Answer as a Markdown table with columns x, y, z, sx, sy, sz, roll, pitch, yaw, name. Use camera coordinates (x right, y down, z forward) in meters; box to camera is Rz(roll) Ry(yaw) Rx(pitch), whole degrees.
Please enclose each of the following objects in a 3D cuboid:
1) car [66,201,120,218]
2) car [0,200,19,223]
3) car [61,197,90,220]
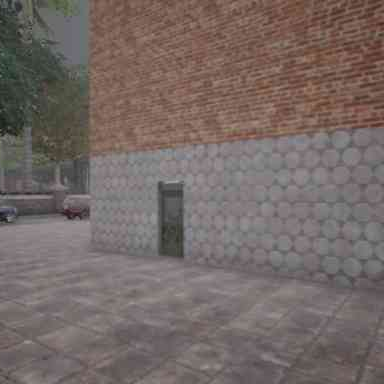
| x | y | z | sx | sy | sz | roll | pitch | yaw | name |
| --- | --- | --- | --- | --- | --- | --- | --- | --- | --- |
| -9.163 | 1.615 | 31.273 | 1.895 | 1.301 | 4.718 | 0 | 0 | 35 | car |
| -14.810 | 1.388 | 23.303 | 2.097 | 1.767 | 4.553 | 0 | 0 | 35 | car |
| -8.379 | 1.325 | 27.650 | 2.192 | 1.841 | 5.009 | 0 | 0 | 35 | car |
